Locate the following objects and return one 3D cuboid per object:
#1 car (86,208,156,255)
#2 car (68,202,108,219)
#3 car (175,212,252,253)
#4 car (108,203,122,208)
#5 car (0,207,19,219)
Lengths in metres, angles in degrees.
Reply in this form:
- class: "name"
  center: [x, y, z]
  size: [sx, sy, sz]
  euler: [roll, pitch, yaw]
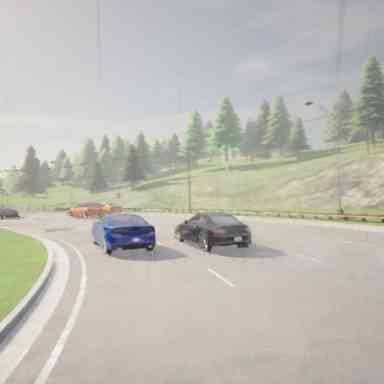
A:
- class: "car"
  center: [-3.128, 1.660, 14.471]
  size: [1.882, 1.535, 5.008]
  euler: [0, -1, -25]
- class: "car"
  center: [-11.555, 1.935, 36.069]
  size: [4.553, 1.767, 2.097]
  euler: [-2, 0, 42]
- class: "car"
  center: [0.766, 1.572, 14.089]
  size: [1.812, 1.442, 4.674]
  euler: [-1, -1, -23]
- class: "car"
  center: [-10.354, 2.038, 39.750]
  size: [5.008, 1.535, 1.882]
  euler: [-2, -1, 41]
- class: "car"
  center: [-23.062, 2.567, 40.753]
  size: [4.181, 1.385, 1.994]
  euler: [-2, 0, 34]
